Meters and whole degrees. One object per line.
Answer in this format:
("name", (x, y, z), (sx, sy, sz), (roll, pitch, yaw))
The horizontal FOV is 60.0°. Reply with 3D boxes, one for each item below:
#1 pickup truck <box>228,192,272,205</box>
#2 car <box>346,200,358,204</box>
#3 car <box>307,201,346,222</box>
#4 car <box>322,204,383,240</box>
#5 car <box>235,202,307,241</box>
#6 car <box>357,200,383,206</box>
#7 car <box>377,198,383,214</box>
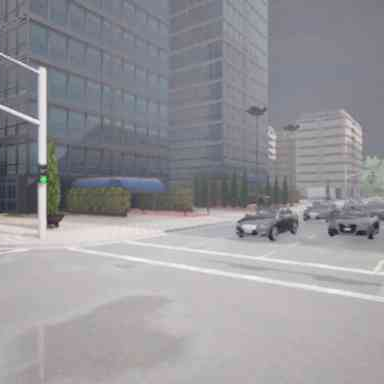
("pickup truck", (7.832, 1.051, 45.115), (6.274, 2.098, 2.390), (0, 0, -24))
("car", (18.094, 1.557, 37.035), (1.994, 1.385, 4.181), (0, 0, 35))
("car", (9.968, 1.489, 25.515), (2.128, 1.511, 4.902), (0, 0, 35))
("car", (8.443, 1.562, 17.265), (1.994, 1.385, 4.181), (0, 0, 35))
("car", (3.904, 1.489, 16.891), (2.128, 1.511, 4.902), (0, 0, 35))
("car", (14.200, 1.502, 25.447), (1.837, 1.490, 4.892), (0, 0, 35))
("car", (21.117, 1.484, 35.247), (2.128, 1.511, 4.902), (0, 1, 35))
